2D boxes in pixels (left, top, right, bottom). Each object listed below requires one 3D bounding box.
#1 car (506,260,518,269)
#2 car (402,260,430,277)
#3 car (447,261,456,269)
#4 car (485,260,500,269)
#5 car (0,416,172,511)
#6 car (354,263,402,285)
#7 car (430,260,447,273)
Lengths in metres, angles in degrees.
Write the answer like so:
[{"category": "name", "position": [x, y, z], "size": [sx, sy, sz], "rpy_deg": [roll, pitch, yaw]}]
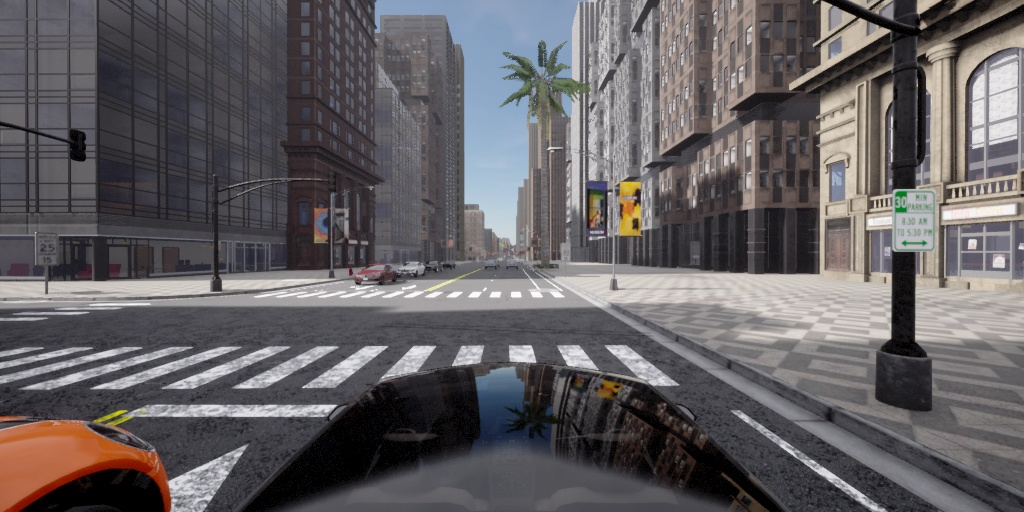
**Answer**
[{"category": "car", "position": [0.013, 1.335, 55.768], "size": [2.033, 1.411, 5.357], "rpy_deg": [0, 0, 0]}, {"category": "car", "position": [-9.840, 1.286, 35.300], "size": [1.812, 1.442, 4.674], "rpy_deg": [0, 0, 0]}, {"category": "car", "position": [-9.792, 1.386, 54.857], "size": [1.895, 1.301, 4.718], "rpy_deg": [0, 0, 0]}, {"category": "car", "position": [-3.237, 1.335, 55.769], "size": [2.033, 1.411, 5.357], "rpy_deg": [0, 0, 0]}, {"category": "car", "position": [-3.150, 1.102, 0.290], "size": [2.097, 1.767, 4.553], "rpy_deg": [0, 0, 0]}, {"category": "car", "position": [-9.846, 1.281, 26.308], "size": [1.812, 1.442, 4.674], "rpy_deg": [0, 0, -1]}, {"category": "car", "position": [-9.837, 1.274, 44.557], "size": [1.837, 1.490, 4.892], "rpy_deg": [0, 0, 0]}]
